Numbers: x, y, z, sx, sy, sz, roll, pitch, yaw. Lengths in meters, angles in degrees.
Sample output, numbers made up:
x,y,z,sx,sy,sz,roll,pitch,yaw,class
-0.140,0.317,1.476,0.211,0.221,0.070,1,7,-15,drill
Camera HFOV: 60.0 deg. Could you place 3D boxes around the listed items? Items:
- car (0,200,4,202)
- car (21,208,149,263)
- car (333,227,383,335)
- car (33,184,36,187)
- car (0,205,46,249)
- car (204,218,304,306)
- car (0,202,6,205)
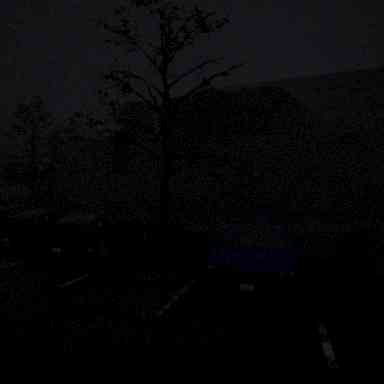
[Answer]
x,y,z,sx,sy,sz,roll,pitch,yaw,class
-12.550,1.210,18.923,2.185,1.767,4.553,1,-1,19,car
-3.155,1.405,11.741,2.231,1.521,4.892,0,-1,17,car
4.067,1.478,6.581,2.097,1.535,5.008,1,0,16,car
-39.158,-1.379,84.191,4.674,1.452,2.002,2,5,38,car
-5.536,1.385,13.498,2.231,1.521,4.892,0,-1,17,car
1.653,1.451,8.298,2.097,1.535,5.008,1,0,16,car
-7.899,1.368,15.273,2.231,1.521,4.892,0,-1,18,car
